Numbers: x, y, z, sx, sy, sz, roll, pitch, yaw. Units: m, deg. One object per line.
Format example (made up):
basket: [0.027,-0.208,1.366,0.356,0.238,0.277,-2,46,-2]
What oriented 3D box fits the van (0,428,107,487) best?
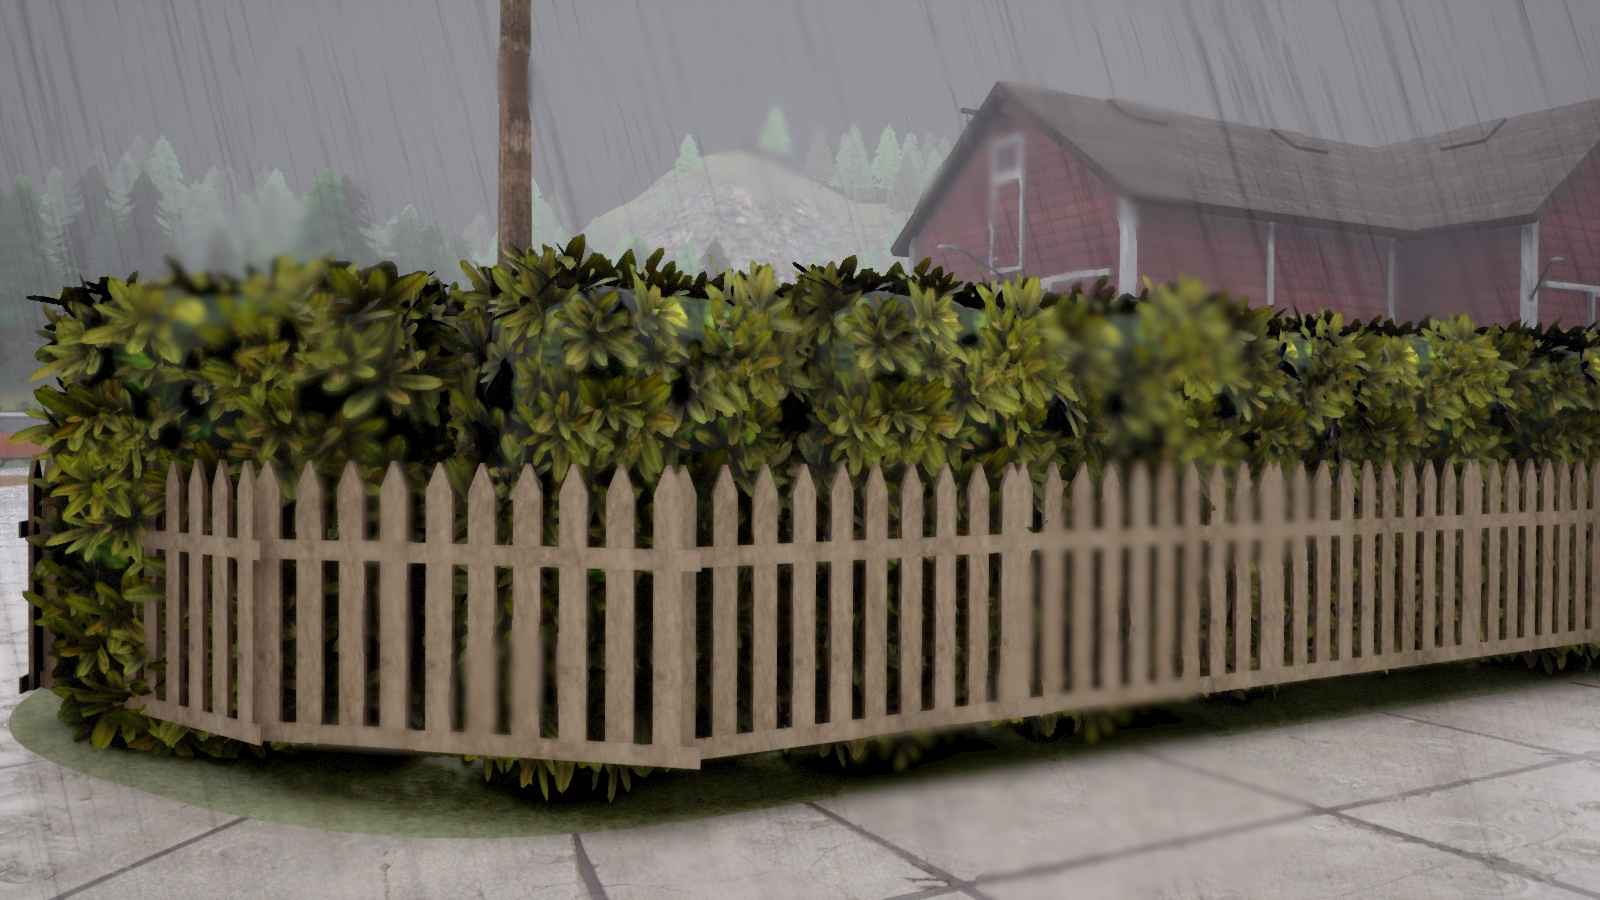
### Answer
van: [-27.132,0.259,44.309,4.442,1.987,1.775,-1,1,-22]
